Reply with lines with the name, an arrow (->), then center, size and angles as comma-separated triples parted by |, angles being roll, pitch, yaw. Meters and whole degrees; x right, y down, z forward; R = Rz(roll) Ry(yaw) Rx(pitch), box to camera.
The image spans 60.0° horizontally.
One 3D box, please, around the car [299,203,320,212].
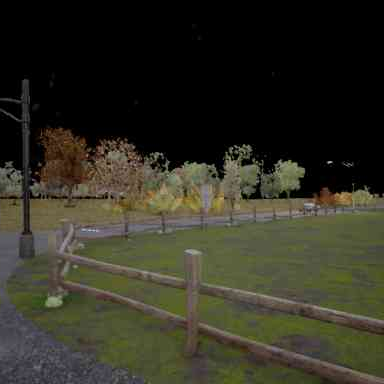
car -> 18.794, 2.449, 53.017 | 2.033, 1.411, 5.357 | -1, -2, 40
